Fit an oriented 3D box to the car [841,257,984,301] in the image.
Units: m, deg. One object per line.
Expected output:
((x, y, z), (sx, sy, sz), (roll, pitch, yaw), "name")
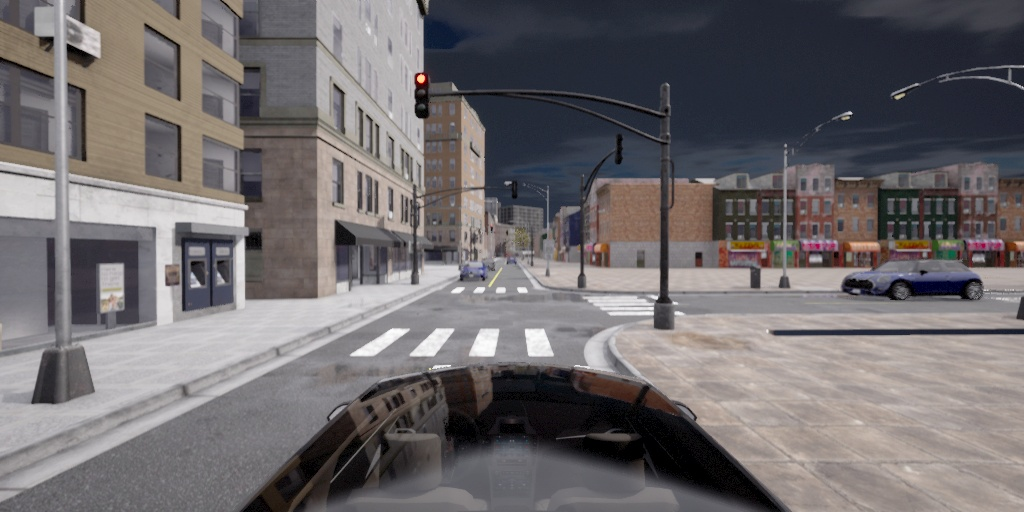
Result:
((17.236, 0.939, 15.617), (4.553, 1.767, 2.097), (0, 1, 0), "car")

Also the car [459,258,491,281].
((-2.872, 1.109, 27.773), (1.812, 1.442, 4.674), (0, 0, 0), "car")

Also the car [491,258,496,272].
((-2.877, 1.000, 41.472), (1.837, 1.490, 4.892), (0, 1, 0), "car")
